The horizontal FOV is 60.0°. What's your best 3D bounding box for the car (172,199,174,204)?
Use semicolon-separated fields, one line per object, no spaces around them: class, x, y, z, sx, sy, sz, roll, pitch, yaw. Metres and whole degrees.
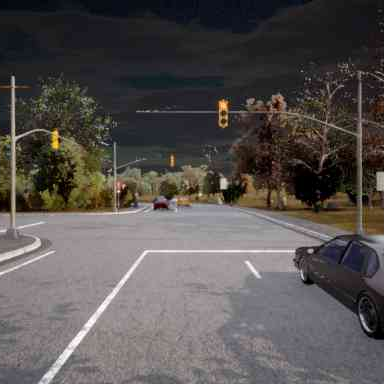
car;-4.399;2.365;83.347;1.812;1.442;4.674;0;-1;-22

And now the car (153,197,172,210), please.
car;-3.960;1.677;43.422;1.895;1.301;4.718;0;-1;-2

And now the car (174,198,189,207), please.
car;-1.658;1.792;58.633;1.882;1.535;5.008;0;-1;-8

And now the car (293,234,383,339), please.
car;3.611;1.547;6.493;2.033;1.411;5.357;0;0;0
